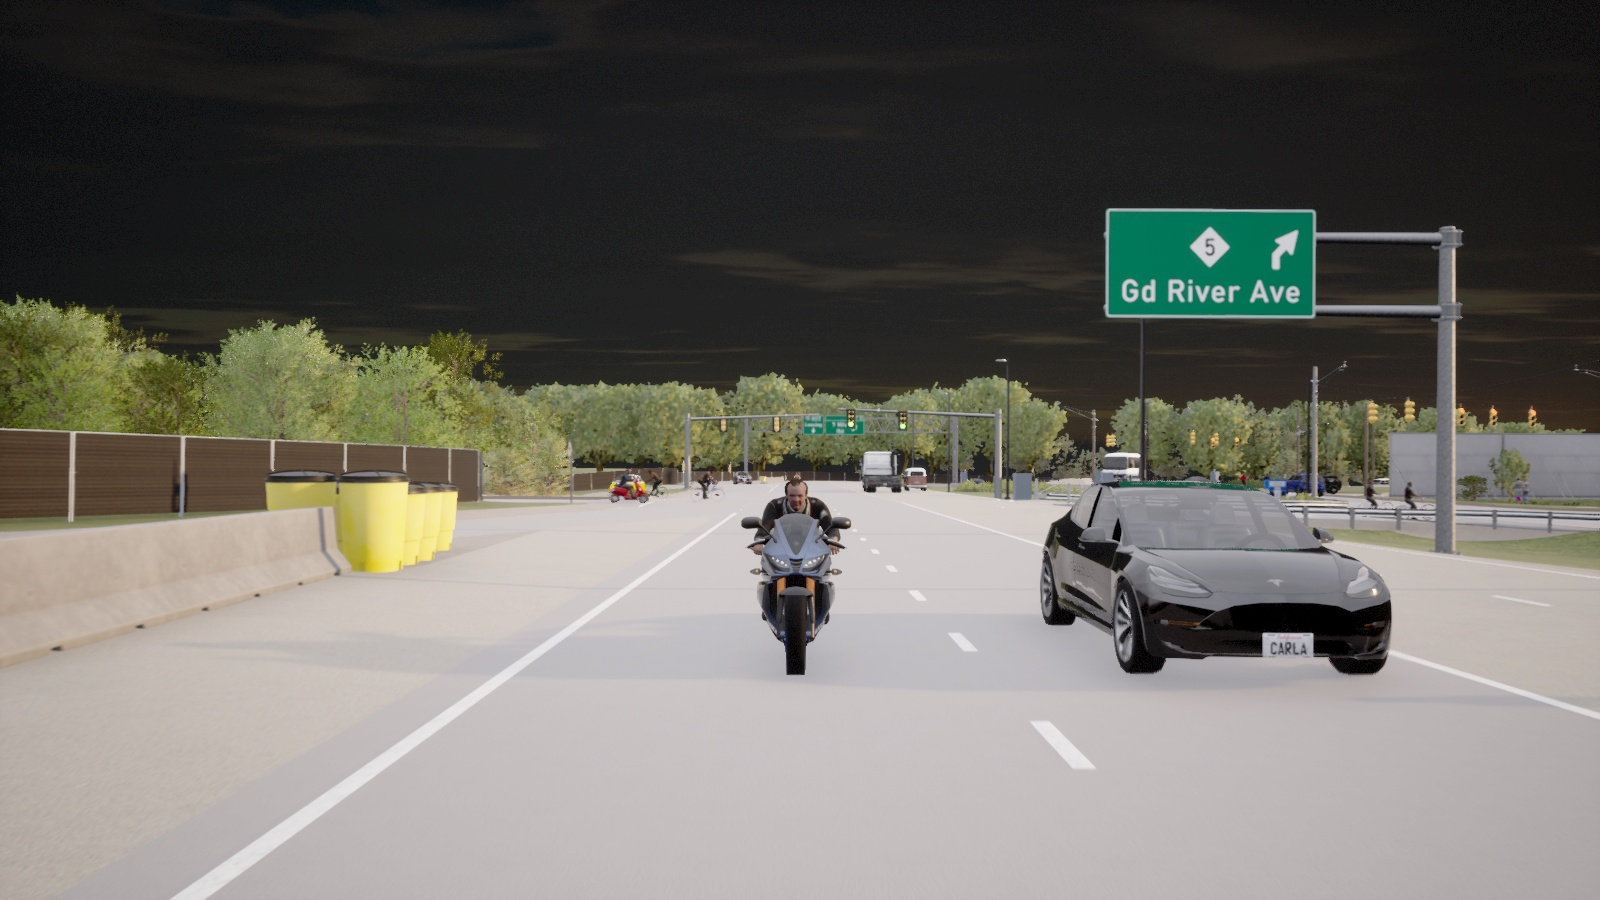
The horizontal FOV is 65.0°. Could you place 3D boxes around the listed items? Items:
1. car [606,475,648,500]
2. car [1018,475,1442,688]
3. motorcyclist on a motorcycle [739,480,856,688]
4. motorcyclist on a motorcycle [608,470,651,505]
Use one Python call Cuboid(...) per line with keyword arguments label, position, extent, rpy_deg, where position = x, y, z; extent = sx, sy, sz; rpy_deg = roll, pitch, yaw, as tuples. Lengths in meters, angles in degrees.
Cuboid(label="car", position=(-9.869, 2.132, 71.730), extent=(2.207, 1.376, 1.481), rpy_deg=(0, -1, 0))
Cuboid(label="car", position=(3.474, 0.986, 11.336), extent=(2.163, 1.488, 4.792), rpy_deg=(0, -1, 0))
Cuboid(label="motorcyclist on a motorcycle", position=(-0.024, 1.020, 10.432), extent=(0.866, 1.530, 2.191), rpy_deg=(0, -1, 0))
Cuboid(label="motorcyclist on a motorcycle", position=(-7.717, 1.695, 56.948), extent=(1.817, 1.590, 0.866), rpy_deg=(0, 0, 3))
